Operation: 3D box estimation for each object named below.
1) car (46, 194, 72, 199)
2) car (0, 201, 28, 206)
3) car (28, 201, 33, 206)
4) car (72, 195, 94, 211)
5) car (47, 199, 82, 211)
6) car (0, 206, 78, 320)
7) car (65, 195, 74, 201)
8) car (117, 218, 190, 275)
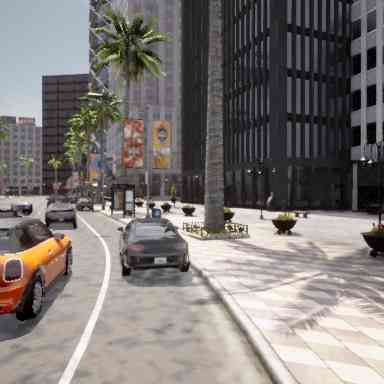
[{"bbox_3d":[-14.758,1.212,36.663,2.150,2.045,5.566,0,0,-22],"label":"car"},{"bbox_3d":[-12.482,1.481,22.066,2.128,1.511,4.902,0,0,-22],"label":"car"},{"bbox_3d":[-17.852,1.586,34.980,1.895,1.301,4.718,0,0,-22],"label":"car"},{"bbox_3d":[-13.162,1.471,40.701,2.231,1.521,4.892,0,0,-23],"label":"car"},{"bbox_3d":[-8.819,1.482,22.352,2.128,1.511,4.902,0,0,-22],"label":"car"},{"bbox_3d":[-4.049,1.348,7.321,2.097,1.767,4.553,0,0,-10],"label":"car"},{"bbox_3d":[-32.534,1.487,88.208,2.161,1.482,4.786,0,0,-23],"label":"car"},{"bbox_3d":[-1.312,1.525,10.435,1.812,1.442,4.674,0,0,-13],"label":"car"}]
